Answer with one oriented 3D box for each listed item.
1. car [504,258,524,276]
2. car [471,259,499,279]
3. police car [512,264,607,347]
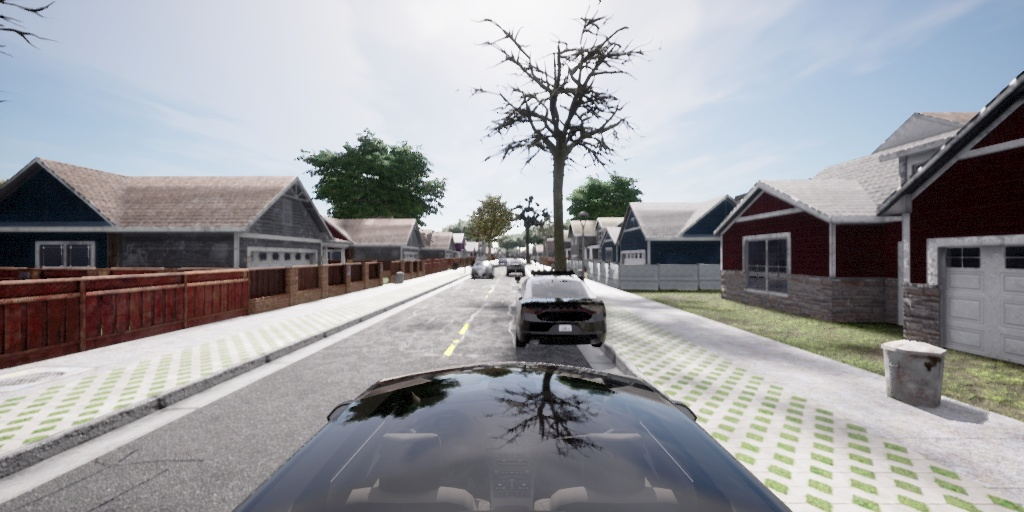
[{"bbox_3d":[0.386,1.211,36.553,1.837,1.490,4.892,0,0,1],"label":"car"},{"bbox_3d":[-2.573,1.207,32.253,2.128,1.511,4.902,0,0,1],"label":"car"},{"bbox_3d":[1.038,1.168,9.409,1.930,1.638,5.238,0,0,1],"label":"police car"}]
